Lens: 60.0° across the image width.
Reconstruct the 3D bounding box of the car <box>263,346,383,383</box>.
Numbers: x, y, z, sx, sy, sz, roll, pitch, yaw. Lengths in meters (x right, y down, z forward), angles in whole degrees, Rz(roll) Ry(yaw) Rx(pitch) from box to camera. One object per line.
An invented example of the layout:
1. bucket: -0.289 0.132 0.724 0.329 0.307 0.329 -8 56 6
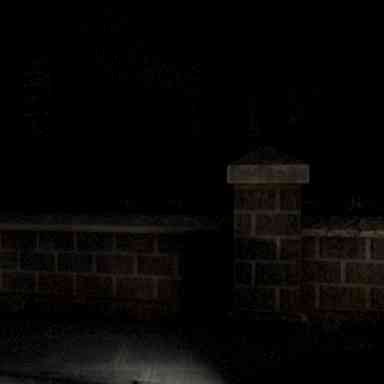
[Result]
1. car: 2.731 1.527 1.886 4.674 1.442 1.812 0 0 10
